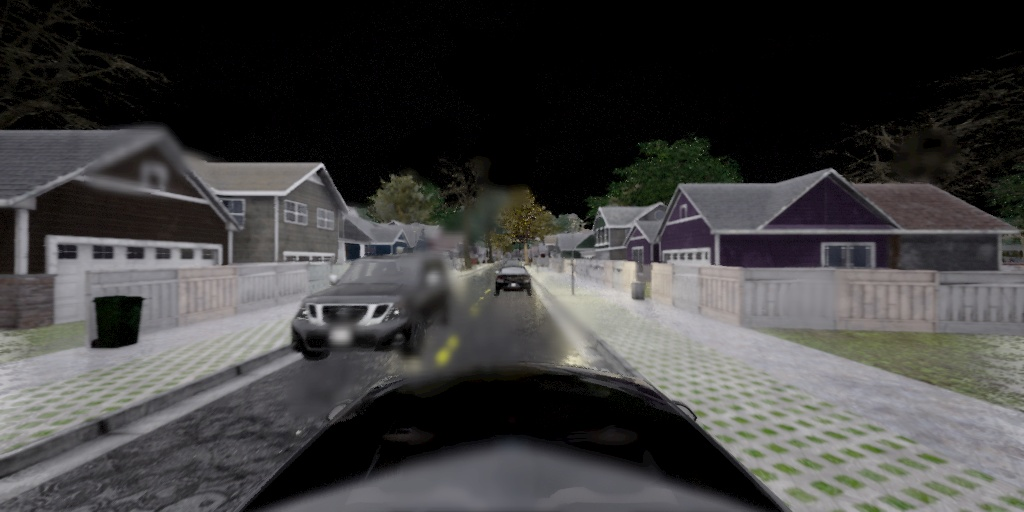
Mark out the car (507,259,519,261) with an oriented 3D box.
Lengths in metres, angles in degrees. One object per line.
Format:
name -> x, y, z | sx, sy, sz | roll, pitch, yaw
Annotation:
car -> 0.105, 1.167, 40.957 | 2.097, 1.767, 4.553 | 0, 0, 0

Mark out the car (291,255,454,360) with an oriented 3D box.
car -> -2.819, 0.981, 8.712 | 2.150, 2.045, 5.566 | 0, 0, 0

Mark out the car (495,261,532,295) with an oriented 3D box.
car -> 0.085, 1.253, 19.998 | 1.882, 1.535, 5.008 | 0, 0, 0
